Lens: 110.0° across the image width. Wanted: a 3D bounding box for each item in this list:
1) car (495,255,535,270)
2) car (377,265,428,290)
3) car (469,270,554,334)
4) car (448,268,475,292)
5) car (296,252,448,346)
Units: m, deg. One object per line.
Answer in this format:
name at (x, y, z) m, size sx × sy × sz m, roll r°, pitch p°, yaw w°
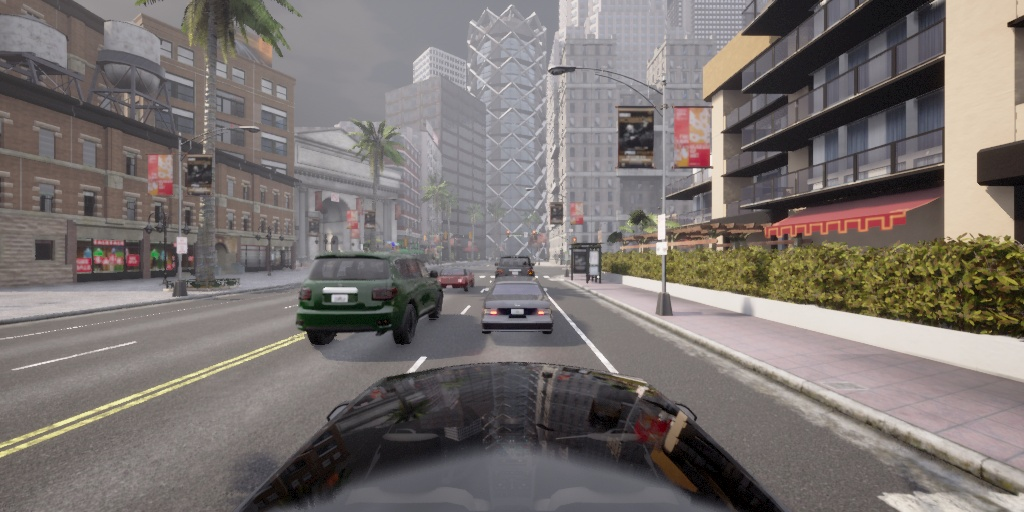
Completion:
car at (0.166, 0.971, 20.820) m, size 2.150 × 2.045 × 5.566 m, roll 0°, pitch 0°, yaw 0°
car at (-6.956, 1.314, 23.342) m, size 1.994 × 1.385 × 4.181 m, roll 0°, pitch 0°, yaw 1°
car at (0.129, 1.297, 10.568) m, size 2.033 × 1.411 × 5.357 m, roll 0°, pitch 0°, yaw 0°
car at (-3.330, 1.351, 21.371) m, size 1.895 × 1.301 × 4.718 m, roll 0°, pitch 0°, yaw 0°
car at (-3.356, 0.963, 9.610) m, size 2.150 × 2.045 × 5.566 m, roll 0°, pitch -1°, yaw -1°
